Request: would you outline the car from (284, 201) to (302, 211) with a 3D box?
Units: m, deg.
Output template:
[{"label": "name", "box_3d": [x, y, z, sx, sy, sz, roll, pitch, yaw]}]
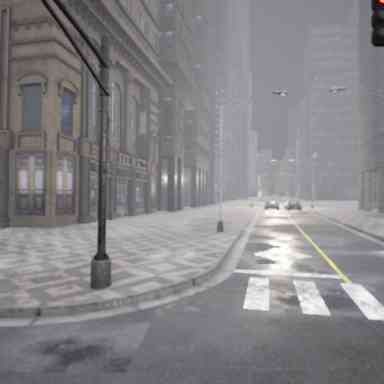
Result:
[{"label": "car", "box_3d": [14.459, 1.939, 47.028, 1.812, 1.442, 4.674, 0, 0, 14]}]

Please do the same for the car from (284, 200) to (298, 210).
[{"label": "car", "box_3d": [15.968, 2.069, 53.737, 1.895, 1.301, 4.718, 0, 0, 13]}]

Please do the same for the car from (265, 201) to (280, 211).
[{"label": "car", "box_3d": [11.732, 1.969, 48.695, 1.994, 1.385, 4.181, 0, 0, 13]}]
